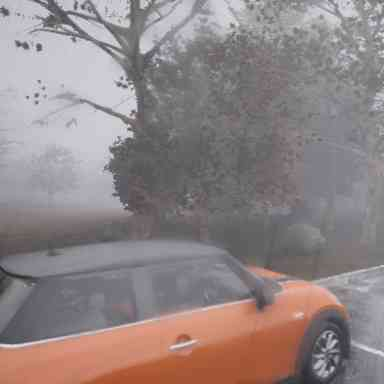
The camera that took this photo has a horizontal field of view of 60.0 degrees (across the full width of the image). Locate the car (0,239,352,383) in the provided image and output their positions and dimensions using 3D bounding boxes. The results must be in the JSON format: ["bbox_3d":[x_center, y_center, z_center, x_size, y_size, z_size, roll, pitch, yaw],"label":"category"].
[{"bbox_3d":[-0.163,1.366,3.949,4.553,1.767,2.185,0,0,-33],"label":"car"}]
